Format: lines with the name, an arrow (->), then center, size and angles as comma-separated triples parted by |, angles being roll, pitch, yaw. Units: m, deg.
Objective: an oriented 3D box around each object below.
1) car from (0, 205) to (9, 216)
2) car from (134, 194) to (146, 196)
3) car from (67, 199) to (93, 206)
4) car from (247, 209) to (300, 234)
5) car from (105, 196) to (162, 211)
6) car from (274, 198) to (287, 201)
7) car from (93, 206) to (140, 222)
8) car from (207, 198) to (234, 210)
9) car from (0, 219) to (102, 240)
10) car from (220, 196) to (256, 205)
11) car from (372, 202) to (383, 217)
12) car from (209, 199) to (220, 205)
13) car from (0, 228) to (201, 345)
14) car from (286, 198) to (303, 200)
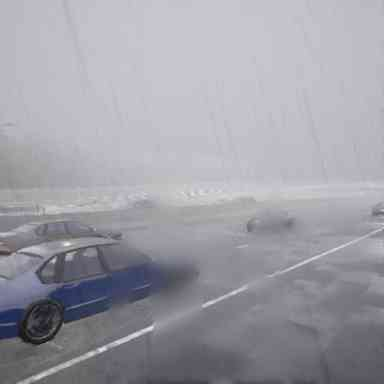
car -> -23.391, 2.111, 37.732 | 1.882, 1.535, 5.008 | -1, 0, 21
car -> -10.823, 1.212, 66.762 | 1.882, 1.535, 5.008 | -1, 2, 26
car -> -17.547, 1.830, 52.231 | 1.812, 1.442, 4.674 | -1, 1, 24
car -> 5.147, 1.752, 20.750 | 1.994, 1.385, 4.181 | -2, -1, 40
car -> -5.172, 1.718, 30.557 | 2.150, 2.045, 5.566 | -2, -1, 40
car -> 16.821, 1.862, 62.645 | 2.128, 1.511, 4.902 | -2, -1, 39
car -> -7.475, 2.138, 33.248 | 1.994, 1.385, 4.181 | -2, -1, 40
car -> 4.681, 1.862, 53.446 | 2.097, 1.767, 4.553 | -2, -1, 40
car -> -5.373, 1.811, 13.570 | 2.033, 1.411, 5.357 | -2, -1, 40
car -> 6.588, 1.617, 44.769 | 2.150, 2.045, 5.566 | -2, -1, 40
car -> 18.528, 1.591, 31.603 | 1.994, 1.385, 4.181 | -2, -1, 39
car -> 5.236, 2.004, 48.610 | 2.033, 1.411, 5.357 | -2, -1, 40
car -> -2.117, 1.659, 6.703 | 2.033, 1.411, 5.357 | -2, -1, 40
car -> 19.398, 1.856, 60.275 | 1.994, 1.385, 4.181 | -2, -1, 39
